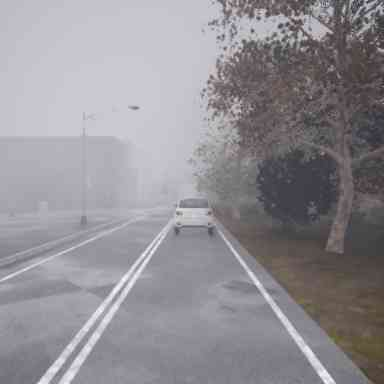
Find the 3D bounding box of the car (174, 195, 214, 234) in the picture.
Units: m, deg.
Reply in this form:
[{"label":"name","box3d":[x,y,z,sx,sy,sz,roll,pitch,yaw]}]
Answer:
[{"label":"car","box3d":[0.117,1.309,20.075,2.150,2.045,5.566,0,0,0]}]

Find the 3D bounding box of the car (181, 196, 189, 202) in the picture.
[{"label":"car","box3d":[-1.809,1.808,86.462,1.812,1.442,4.674,0,0,2]}]
